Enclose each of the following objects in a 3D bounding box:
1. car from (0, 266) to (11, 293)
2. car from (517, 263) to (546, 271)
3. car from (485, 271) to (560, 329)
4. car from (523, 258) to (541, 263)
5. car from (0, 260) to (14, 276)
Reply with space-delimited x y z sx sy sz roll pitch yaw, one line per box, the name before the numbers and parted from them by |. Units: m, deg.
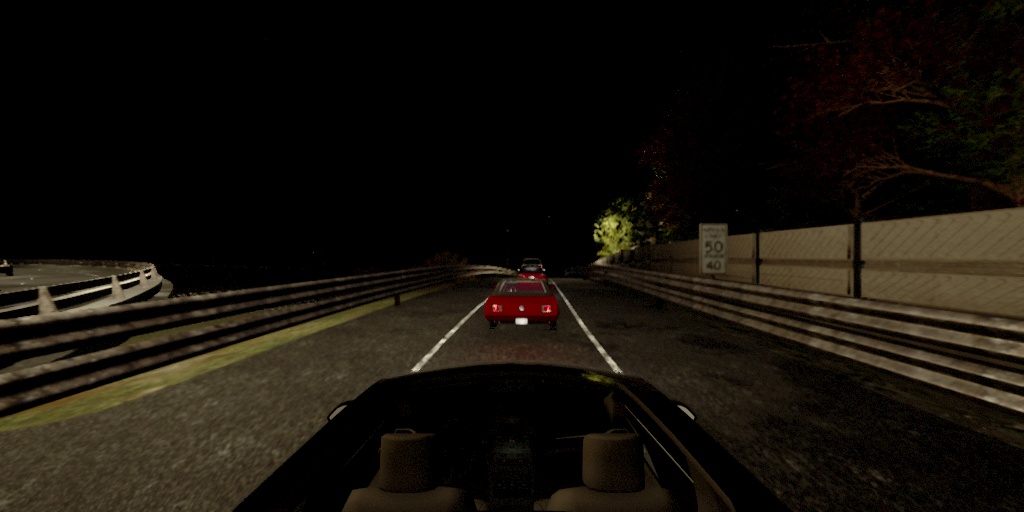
car | -18.539 1.224 11.336 1.812 1.442 4.674 0 0 -38
car | 1.294 1.324 23.898 1.994 1.385 4.181 0 -1 4
car | 0.358 1.313 11.054 1.895 1.301 4.718 0 0 3
car | 2.072 1.319 36.578 2.150 2.045 5.566 0 -2 4
car | -47.638 1.082 33.029 4.902 1.511 2.128 0 0 34
